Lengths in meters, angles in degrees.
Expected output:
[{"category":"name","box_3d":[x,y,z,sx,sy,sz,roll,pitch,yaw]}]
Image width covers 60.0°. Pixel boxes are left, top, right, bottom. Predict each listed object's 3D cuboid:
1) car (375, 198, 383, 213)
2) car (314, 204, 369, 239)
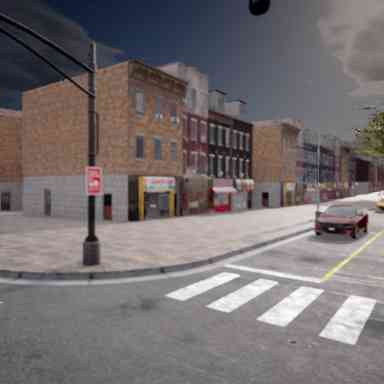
[{"category":"car","box_3d":[20.595,1.365,35.012,1.882,1.535,5.008,1,1,36]},{"category":"car","box_3d":[7.845,1.421,17.260,1.882,1.535,5.008,1,1,36]}]
